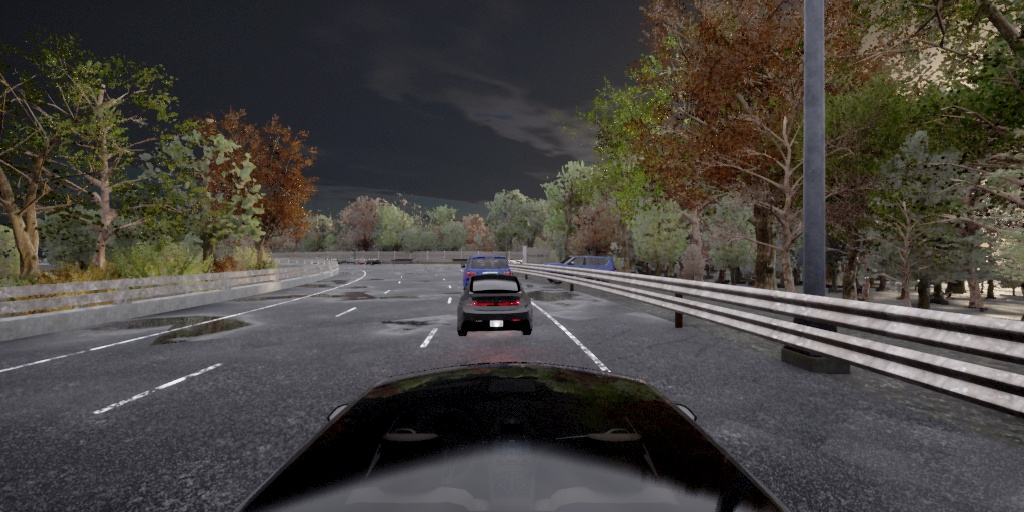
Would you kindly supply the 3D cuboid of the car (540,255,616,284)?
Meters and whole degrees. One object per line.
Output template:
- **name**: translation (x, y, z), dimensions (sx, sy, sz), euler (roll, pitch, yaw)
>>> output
- **car**: translation (4.837, 0.963, 26.157), dimensions (5.566, 2.045, 2.150), euler (3, 1, -8)

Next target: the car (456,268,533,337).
- **car**: translation (-0.554, 1.256, 10.380), dimensions (1.837, 1.490, 4.892), euler (0, 0, -5)

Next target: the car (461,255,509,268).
- **car**: translation (-1.321, 0.973, 17.854), dimensions (2.150, 2.045, 5.566), euler (0, 0, -8)
